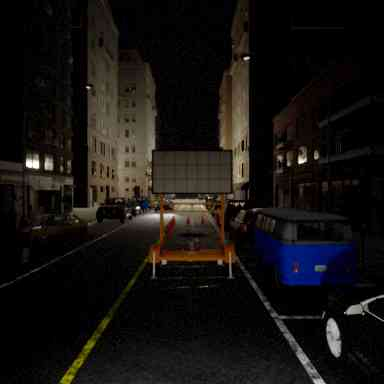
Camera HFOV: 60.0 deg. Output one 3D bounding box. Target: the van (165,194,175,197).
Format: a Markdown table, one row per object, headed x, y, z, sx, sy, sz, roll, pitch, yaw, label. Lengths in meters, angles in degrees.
| x | y | z | sx | sy | sz | roll | pitch | yaw | label |
| --- | --- | --- | --- | --- | --- | --- | --- | --- | --- |
| -5.810 | 1.281 | 81.256 | 1.690 | 1.788 | 3.998 | 0 | 0 | 0 | van |

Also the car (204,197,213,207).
| x | y | z | sx | sy | sz | roll | pitch | yaw | label |
| --- | --- | --- | --- | --- | --- | --- | --- | --- | --- |
| 2.689 | 1.544 | 37.064 | 2.008 | 1.369 | 4.403 | 0 | 0 | 0 | car |

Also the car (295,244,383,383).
| x | y | z | sx | sy | sz | roll | pitch | yaw | label |
| --- | --- | --- | --- | --- | --- | --- | --- | --- | --- |
| 2.669 | 1.551 | 3.049 | 2.008 | 1.369 | 4.403 | 0 | 0 | 0 | car |

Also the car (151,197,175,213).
| x | y | z | sx | sy | sz | roll | pitch | yaw | label |
| --- | --- | --- | --- | --- | --- | --- | --- | --- | --- |
| -3.075 | 1.594 | 37.237 | 1.895 | 1.301 | 4.718 | 0 | 0 | 0 | car |

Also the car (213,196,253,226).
| x | y | z | sx | sy | sz | roll | pitch | yaw | label |
| --- | --- | --- | --- | --- | --- | --- | --- | --- | --- |
| 2.678 | 1.312 | 20.056 | 2.192 | 1.841 | 5.009 | 0 | 0 | 0 | car |

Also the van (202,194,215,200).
| x | y | z | sx | sy | sz | roll | pitch | yaw | label |
| --- | --- | --- | --- | --- | --- | --- | --- | --- | --- |
| 2.696 | 1.324 | 48.404 | 1.690 | 1.788 | 3.998 | 0 | 0 | 0 | van |

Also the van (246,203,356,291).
| x | y | z | sx | sy | sz | roll | pitch | yaw | label |
| --- | --- | --- | --- | --- | --- | --- | --- | --- | --- |
| 2.672 | 1.340 | 8.718 | 1.690 | 1.788 | 3.998 | 0 | 0 | 0 | van |

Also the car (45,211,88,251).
| x | y | z | sx | sy | sz | roll | pitch | yaw | label |
| --- | --- | --- | --- | --- | --- | --- | --- | --- | --- |
| -5.851 | 1.523 | 14.212 | 1.752 | 1.417 | 4.829 | 0 | 0 | 0 | car |

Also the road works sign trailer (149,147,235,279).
| x | y | z | sx | sy | sz | roll | pitch | yaw | label |
| --- | --- | --- | --- | --- | --- | --- | --- | --- | --- |
| 0.005 | 0.463 | 10.030 | 2.380 | 3.560 | 2.880 | 0 | 0 | 0 | road works sign trailer |

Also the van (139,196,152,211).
| x | y | z | sx | sy | sz | roll | pitch | yaw | label |
| --- | --- | --- | --- | --- | --- | --- | --- | --- | --- |
| -5.837 | 1.334 | 37.055 | 1.690 | 1.788 | 3.998 | 0 | 0 | 0 | van |

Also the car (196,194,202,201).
| x | y | z | sx | sy | sz | roll | pitch | yaw | label |
| --- | --- | --- | --- | --- | --- | --- | --- | --- | --- |
| 2.716 | 1.380 | 81.269 | 1.967 | 1.590 | 4.097 | 0 | 0 | 0 | car |

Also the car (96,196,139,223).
| x | y | z | sx | sy | sz | roll | pitch | yaw | label |
| --- | --- | --- | --- | --- | --- | --- | --- | --- | --- |
| -5.844 | 1.311 | 25.719 | 2.192 | 1.841 | 5.009 | 0 | 0 | 0 | car |

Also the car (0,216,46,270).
| x | y | z | sx | sy | sz | roll | pitch | yaw | label |
| --- | --- | --- | --- | --- | --- | --- | --- | --- | --- |
| -5.854 | 1.544 | 8.714 | 1.887 | 1.381 | 4.507 | 0 | 0 | 0 | car |

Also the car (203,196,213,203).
| x | y | z | sx | sy | sz | roll | pitch | yaw | label |
| --- | --- | --- | --- | --- | --- | --- | --- | --- | --- |
| 2.692 | 1.571 | 42.734 | 1.802 | 1.307 | 4.206 | 0 | 0 | 0 | car |

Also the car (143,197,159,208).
| x | y | z | sx | sy | sz | roll | pitch | yaw | label |
| --- | --- | --- | --- | --- | --- | --- | --- | --- | --- |
| -5.830 | 1.509 | 48.223 | 1.752 | 1.417 | 4.829 | 0 | 0 | 0 | car |

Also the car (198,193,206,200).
| x | y | z | sx | sy | sz | roll | pitch | yaw | label |
| --- | --- | --- | --- | --- | --- | --- | --- | --- | --- |
| 2.722 | 1.236 | 92.439 | 2.192 | 1.841 | 5.009 | 0 | 0 | 0 | car |

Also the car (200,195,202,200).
| x | y | z | sx | sy | sz | roll | pitch | yaw | label |
| --- | --- | --- | --- | --- | --- | --- | --- | --- | --- |
| 2.699 | 1.501 | 54.243 | 1.752 | 1.417 | 4.829 | 0 | 0 | 0 | car |

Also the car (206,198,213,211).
| x | y | z | sx | sy | sz | roll | pitch | yaw | label |
| --- | --- | --- | --- | --- | --- | --- | --- | --- | --- |
| 2.685 | 1.560 | 31.395 | 1.947 | 1.339 | 4.313 | 0 | 0 | 0 | car |

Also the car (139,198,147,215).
| x | y | z | sx | sy | sz | roll | pitch | yaw | label |
| --- | --- | --- | --- | --- | --- | --- | --- | --- | --- |
| -5.840 | 1.545 | 31.387 | 2.008 | 1.369 | 4.403 | 0 | 0 | 0 | car |

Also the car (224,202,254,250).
| x | y | z | sx | sy | sz | roll | pitch | yaw | label |
| --- | --- | --- | --- | --- | --- | --- | --- | --- | --- |
| 2.675 | 1.438 | 14.387 | 1.967 | 1.590 | 4.097 | 0 | 0 | 0 | car |

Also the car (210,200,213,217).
| x | y | z | sx | sy | sz | roll | pitch | yaw | label |
| --- | --- | --- | --- | --- | --- | --- | --- | --- | --- |
| 2.682 | 1.561 | 25.726 | 1.947 | 1.339 | 4.313 | 0 | 0 | 0 | car |

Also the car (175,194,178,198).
| x | y | z | sx | sy | sz | roll | pitch | yaw | label |
| --- | --- | --- | --- | --- | --- | --- | --- | --- | --- |
| -5.803 | 1.236 | 92.429 | 2.192 | 1.841 | 5.009 | 0 | 0 | 0 | car |

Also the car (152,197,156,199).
| x | y | z | sx | sy | sz | roll | pitch | yaw | label |
| --- | --- | --- | --- | --- | --- | --- | --- | --- | --- |
| -5.833 | 1.515 | 42.554 | 1.752 | 1.417 | 4.829 | 0 | 0 | 0 | car |
